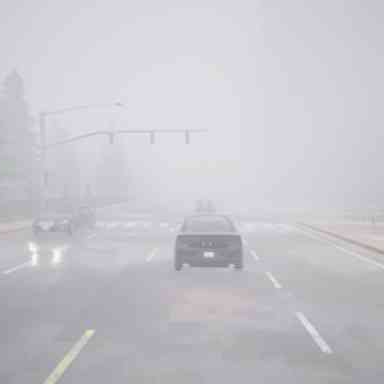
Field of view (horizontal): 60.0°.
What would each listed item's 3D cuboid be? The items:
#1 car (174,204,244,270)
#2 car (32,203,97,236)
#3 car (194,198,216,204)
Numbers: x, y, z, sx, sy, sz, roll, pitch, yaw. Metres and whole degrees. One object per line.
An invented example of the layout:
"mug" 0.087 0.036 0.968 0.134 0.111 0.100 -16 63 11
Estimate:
"car" 0.500 1.386 10.762 1.882 1.535 5.008 0 1 2
"car" -6.404 1.326 17.223 2.128 1.511 4.902 0 0 2
"car" 1.207 1.298 30.776 2.033 1.411 5.357 0 0 2
